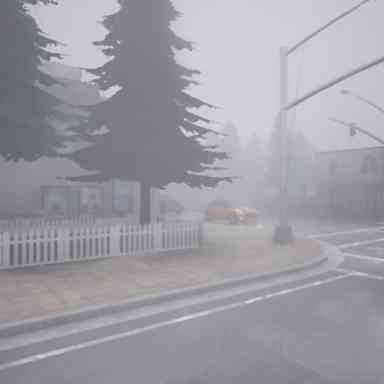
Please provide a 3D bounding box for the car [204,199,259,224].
[{"bbox_3d":[2.911,1.364,25.002,2.097,1.767,4.553,0,0,-34],"label":"car"}]

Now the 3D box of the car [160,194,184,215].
[{"bbox_3d":[-3.024,1.234,33.883,2.150,2.045,5.566,0,0,-34],"label":"car"}]
